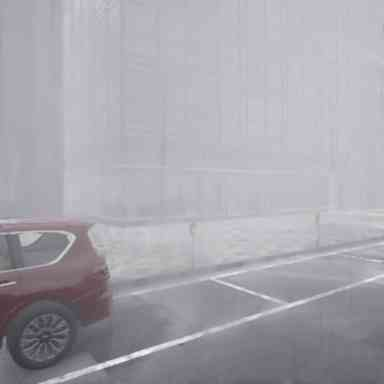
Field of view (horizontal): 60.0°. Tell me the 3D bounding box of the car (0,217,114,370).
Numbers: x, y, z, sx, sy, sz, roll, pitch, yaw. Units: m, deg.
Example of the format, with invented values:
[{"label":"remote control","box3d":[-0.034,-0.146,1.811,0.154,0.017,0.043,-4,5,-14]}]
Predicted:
[{"label":"car","box3d":[-3.485,1.319,4.160,5.009,1.841,2.192,-1,0,-36]}]
